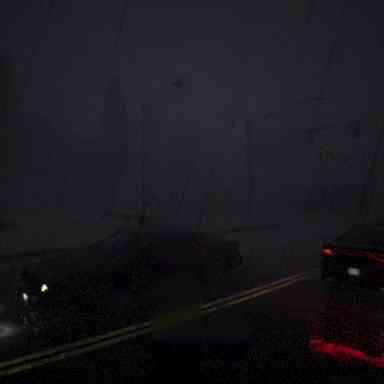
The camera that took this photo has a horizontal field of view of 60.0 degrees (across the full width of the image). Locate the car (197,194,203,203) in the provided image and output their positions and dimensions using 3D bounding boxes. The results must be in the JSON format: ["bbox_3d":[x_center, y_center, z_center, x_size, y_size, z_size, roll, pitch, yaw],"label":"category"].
[{"bbox_3d":[3.008,1.434,74.168,3.866,1.878,1.905,0,0,-42],"label":"car"}]

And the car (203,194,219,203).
[{"bbox_3d":[4.927,1.666,72.000,3.806,1.475,1.970,0,0,-42],"label":"car"}]

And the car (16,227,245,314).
[{"bbox_3d":[-1.072,1.577,7.930,5.357,1.411,2.033,0,0,-40],"label":"car"}]

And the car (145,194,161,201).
[{"bbox_3d":[-10.084,1.481,88.786,3.866,1.878,1.905,0,0,-42],"label":"car"}]

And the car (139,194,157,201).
[{"bbox_3d":[-11.971,1.486,90.982,4.605,1.855,1.932,0,0,-42],"label":"car"}]

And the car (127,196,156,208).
[{"bbox_3d":[-8.557,1.744,53.921,2.033,1.411,5.357,0,0,-40],"label":"car"}]

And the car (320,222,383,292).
[{"bbox_3d":[5.195,1.513,8.615,5.008,1.535,1.882,0,0,-43],"label":"car"}]
